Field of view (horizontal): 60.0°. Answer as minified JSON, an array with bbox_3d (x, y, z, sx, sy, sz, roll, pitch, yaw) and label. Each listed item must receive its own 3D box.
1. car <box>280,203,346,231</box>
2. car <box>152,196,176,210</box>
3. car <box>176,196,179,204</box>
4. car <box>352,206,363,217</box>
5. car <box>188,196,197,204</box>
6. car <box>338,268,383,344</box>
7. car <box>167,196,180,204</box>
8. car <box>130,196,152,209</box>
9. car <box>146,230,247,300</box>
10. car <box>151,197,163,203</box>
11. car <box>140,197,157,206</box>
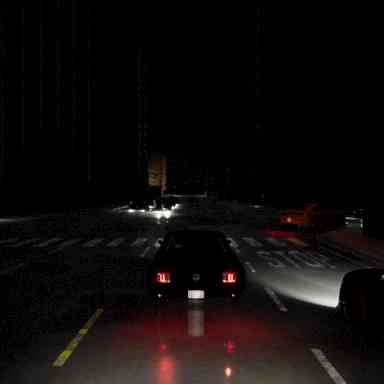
[{"bbox_3d":[7.420,1.420,20.258,5.008,1.535,1.882,0,-2,-39],"label":"car"},{"bbox_3d":[-3.566,1.491,42.888,2.128,1.511,4.902,0,0,-1],"label":"car"},{"bbox_3d":[-3.563,1.564,51.808,1.994,1.385,4.181,0,0,0],"label":"car"},{"bbox_3d":[16.266,1.470,28.578,4.674,1.442,1.812,0,0,-1],"label":"car"},{"bbox_3d":[0.126,1.547,63.363,2.033,1.411,5.357,0,0,0],"label":"car"},{"bbox_3d":[3.598,1.564,4.274,1.994,1.385,4.181,0,0,0],"label":"car"},{"bbox_3d":[-3.528,1.492,63.118,2.128,1.511,4.902,0,0,1],"label":"car"},{"bbox_3d":[-7.065,1.352,44.977,2.097,1.767,4.553,0,0,0],"label":"car"},{"bbox_3d":[0.068,1.601,8.357,1.895,1.301,4.718,0,0,0],"label":"car"},{"bbox_3d":[-6.987,1.601,67.543,1.895,1.301,4.718,0,0,0],"label":"car"},{"bbox_3d":[-7.063,1.547,54.450,2.033,1.411,5.357,0,0,0],"label":"car"}]
